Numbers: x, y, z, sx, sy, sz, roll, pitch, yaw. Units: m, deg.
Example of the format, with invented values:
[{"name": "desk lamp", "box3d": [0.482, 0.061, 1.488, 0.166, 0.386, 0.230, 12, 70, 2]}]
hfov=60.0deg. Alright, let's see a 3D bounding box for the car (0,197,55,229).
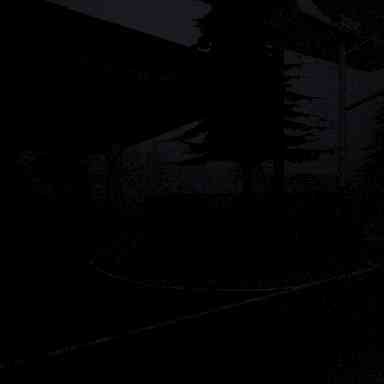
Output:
[{"name": "car", "box3d": [-11.876, 1.313, 23.538, 3.866, 1.878, 1.905, 0, 0, -36]}]
